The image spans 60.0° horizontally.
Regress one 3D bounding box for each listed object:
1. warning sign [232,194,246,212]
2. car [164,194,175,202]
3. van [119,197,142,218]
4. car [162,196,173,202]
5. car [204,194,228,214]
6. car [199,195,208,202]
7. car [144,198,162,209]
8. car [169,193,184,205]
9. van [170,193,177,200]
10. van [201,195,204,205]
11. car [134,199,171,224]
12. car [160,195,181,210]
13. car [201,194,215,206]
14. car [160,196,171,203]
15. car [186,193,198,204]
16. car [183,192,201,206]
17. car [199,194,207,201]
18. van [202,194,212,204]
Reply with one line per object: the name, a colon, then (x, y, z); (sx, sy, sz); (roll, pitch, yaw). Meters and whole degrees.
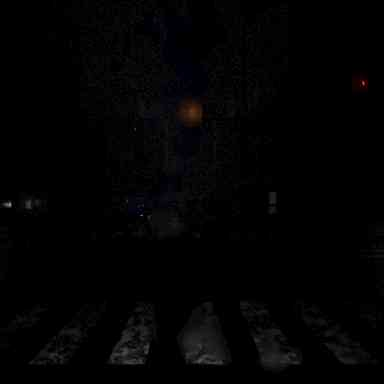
warning sign: (4.959, 1.109, 34.930); (1.300, 1.860, 1.060); (0, 0, 0)
car: (-5.357, 1.297, 78.640); (2.192, 1.841, 5.009); (0, 0, 0)
van: (-5.394, 1.336, 29.984); (1.690, 1.788, 3.998); (0, 0, 0)
car: (-5.361, 1.549, 73.234); (1.947, 1.339, 4.313); (0, 0, 0)
car: (2.721, 1.308, 35.387); (2.192, 1.841, 5.009); (0, 0, 0)
car: (2.703, 1.507, 78.808); (1.752, 1.417, 4.829); (0, 0, 0)
car: (-5.382, 1.536, 46.203); (1.887, 1.381, 4.507); (0, 0, 0)
car: (-2.721, 1.507, 59.360); (1.882, 1.535, 5.008); (0, 0, 0)
van: (-5.344, 1.319, 94.859); (1.690, 1.788, 3.998); (0, 0, 0)
van: (2.714, 1.331, 51.606); (1.690, 1.788, 3.998); (0, 0, 0)
car: (-2.839, 1.501, 24.788); (1.837, 1.490, 4.892); (0, 0, 0)
car: (-2.822, 1.498, 42.714); (1.837, 1.490, 4.892); (0, 0, 0)
car: (2.712, 1.303, 57.013); (2.192, 1.841, 5.009); (0, 0, 0)
car: (-5.365, 1.536, 67.828); (2.008, 1.369, 4.403); (0, 0, 0)
car: (0.032, 1.207, 65.222); (2.150, 2.045, 5.566); (0, 0, 0)
car: (0.080, 1.341, 55.296); (2.097, 1.767, 4.553); (0, 0, 0)
car: (2.701, 1.421, 84.043); (1.967, 1.590, 4.097); (0, 0, 0)
van: (2.710, 1.328, 62.419); (1.690, 1.788, 3.998); (0, 0, 0)
